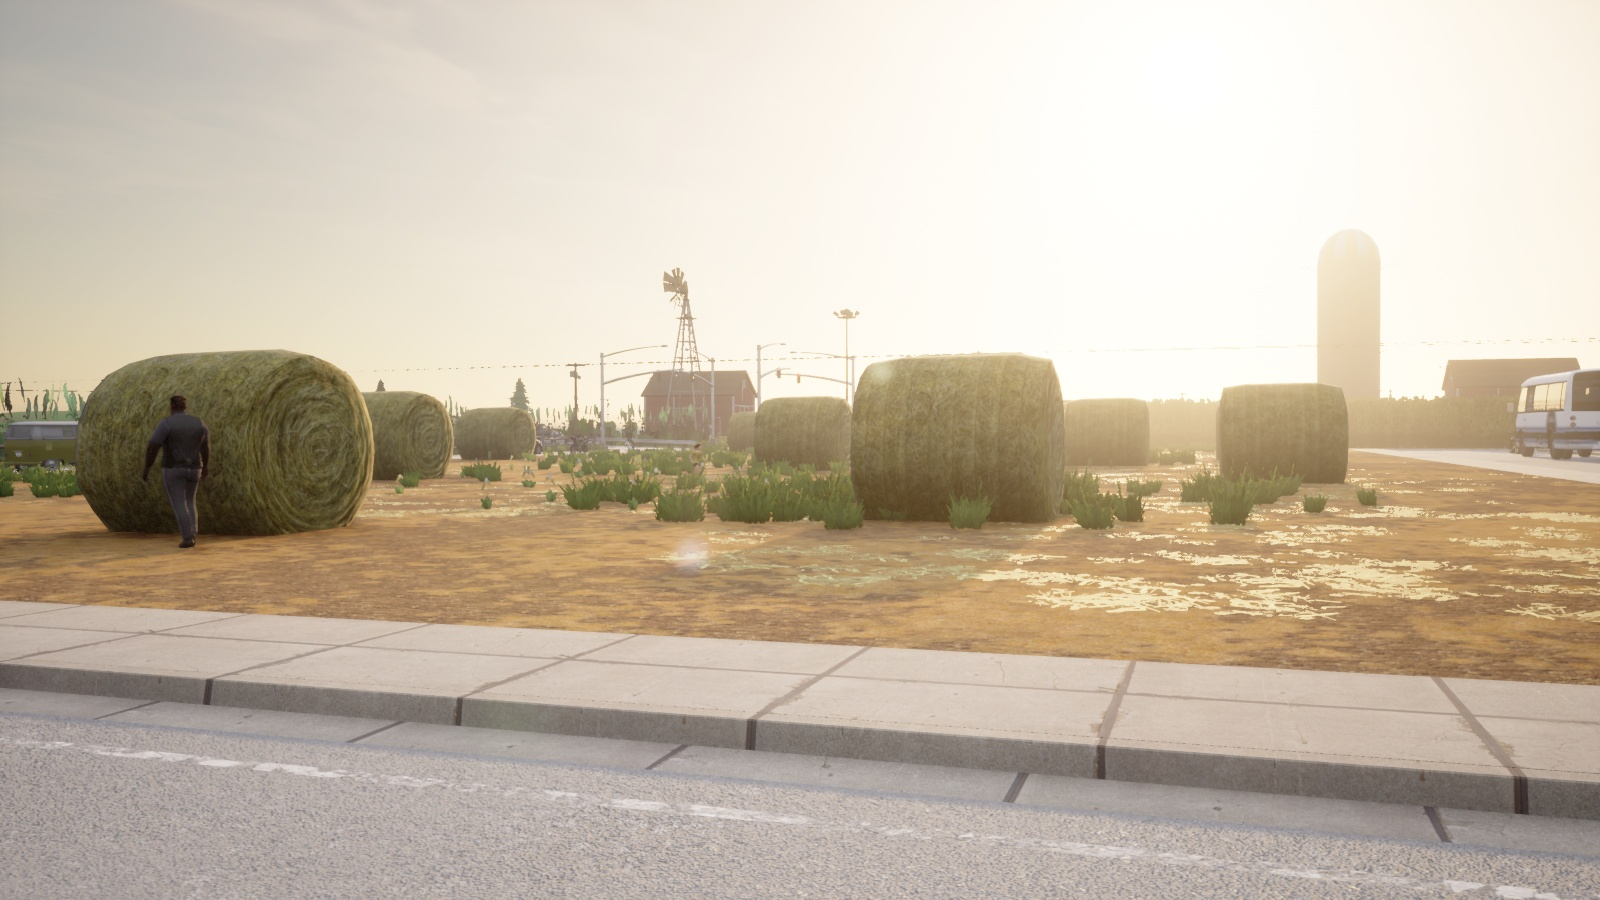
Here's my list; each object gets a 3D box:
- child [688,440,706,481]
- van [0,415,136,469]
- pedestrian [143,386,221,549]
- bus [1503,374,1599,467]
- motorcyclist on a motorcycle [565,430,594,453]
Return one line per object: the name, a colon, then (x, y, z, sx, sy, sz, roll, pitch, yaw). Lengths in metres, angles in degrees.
child: (-2.782, 0.278, 33.960, 0.394, 1.110, 0.255, 1, 1, 33)
van: (-28.290, -0.341, 48.656, 1.775, 1.987, 4.442, 1, 1, 21)
pedestrian: (-7.376, 0.194, 14.990, 0.849, 1.883, 0.563, 1, 1, 43)
bus: (38.325, -1.430, 62.282, 3.944, 4.253, 10.273, 1, 1, 18)
motorcyclist on a motorcycle: (-14.661, -0.565, 83.480, 0.866, 1.530, 2.191, 1, 1, 21)
